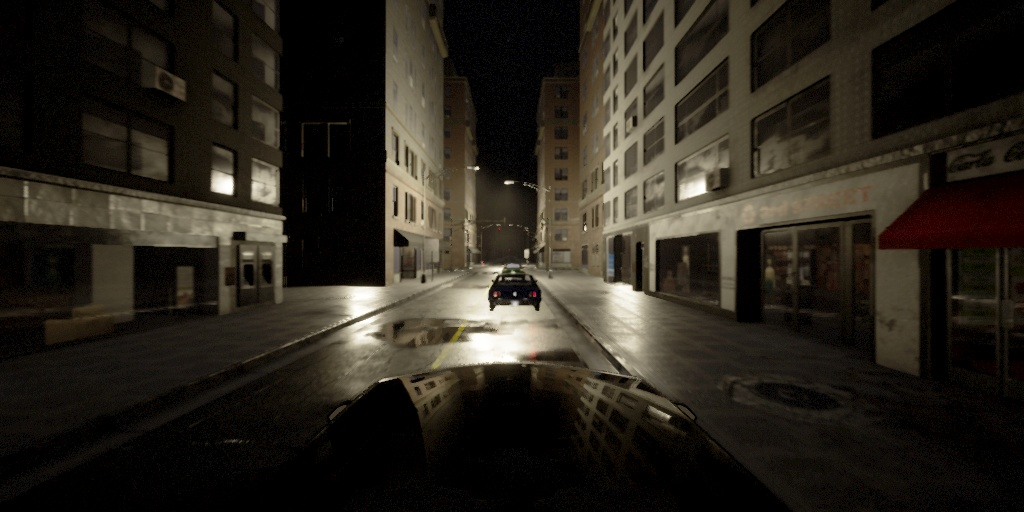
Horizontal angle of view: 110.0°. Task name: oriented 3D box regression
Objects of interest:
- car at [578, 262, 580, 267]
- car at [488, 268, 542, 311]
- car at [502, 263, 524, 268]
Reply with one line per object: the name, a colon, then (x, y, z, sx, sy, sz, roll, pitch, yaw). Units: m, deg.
car: (12.269, 1.002, 52.416, 5.009, 1.841, 2.192, 0, 0, 0)
car: (0.101, 1.323, 14.325, 1.895, 1.301, 4.718, 0, 0, 0)
car: (0.101, 1.261, 30.736, 1.994, 1.385, 4.181, 0, 0, 0)
